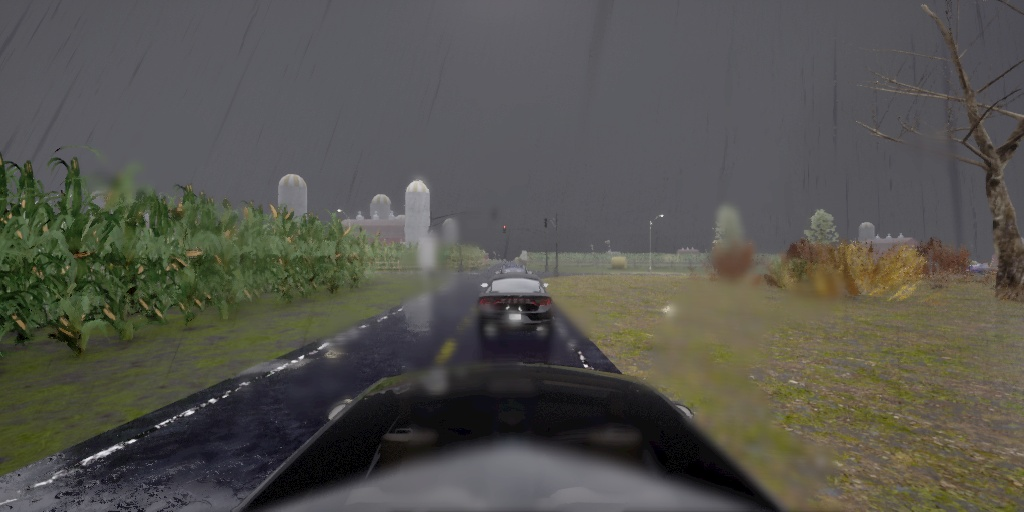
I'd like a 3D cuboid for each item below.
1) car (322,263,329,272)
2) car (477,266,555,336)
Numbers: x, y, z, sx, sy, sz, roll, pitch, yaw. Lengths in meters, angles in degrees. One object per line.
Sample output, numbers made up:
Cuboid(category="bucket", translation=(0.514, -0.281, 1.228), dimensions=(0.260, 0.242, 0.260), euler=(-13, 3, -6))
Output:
Cuboid(category="car", translation=(-21.309, 1.049, 38.935), dimensions=(5.008, 1.535, 1.882), euler=(0, -1, -3))
Cuboid(category="car", translation=(0.099, 1.233, 10.491), dimensions=(1.882, 1.535, 5.008), euler=(0, 0, 0))
